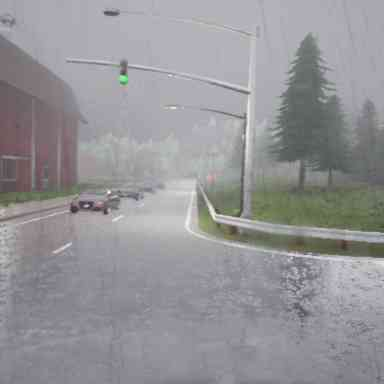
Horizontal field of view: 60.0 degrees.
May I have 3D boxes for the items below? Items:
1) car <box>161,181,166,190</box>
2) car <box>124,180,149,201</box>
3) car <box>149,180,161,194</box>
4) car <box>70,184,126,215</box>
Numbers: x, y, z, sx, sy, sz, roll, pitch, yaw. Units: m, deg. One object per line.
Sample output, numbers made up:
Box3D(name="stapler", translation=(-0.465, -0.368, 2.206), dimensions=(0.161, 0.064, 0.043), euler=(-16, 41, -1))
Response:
Box3D(name="car", translation=(-4.977, -0.980, 49.628), dimensions=(1.895, 1.301, 4.718), euler=(2, 3, 1))
Box3D(name="car", translation=(-5.328, -0.094, 29.270), dimensions=(1.837, 1.490, 4.892), euler=(2, 3, 1))
Box3D(name="car", translation=(-5.168, -0.580, 39.329), dimensions=(1.837, 1.490, 4.892), euler=(2, 3, 1))
Box3D(name="car", translation=(-5.464, 0.449, 19.264), dimensions=(1.994, 1.385, 4.181), euler=(2, 3, 1))
